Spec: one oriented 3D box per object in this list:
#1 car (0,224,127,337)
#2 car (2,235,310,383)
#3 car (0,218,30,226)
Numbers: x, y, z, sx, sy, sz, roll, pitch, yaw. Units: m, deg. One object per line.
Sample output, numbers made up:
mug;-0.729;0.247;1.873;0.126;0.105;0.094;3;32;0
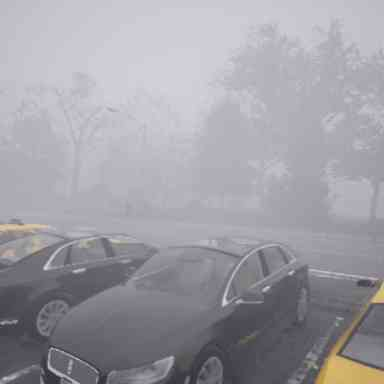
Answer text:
car;-1.959;1.456;6.560;2.231;1.521;4.892;0;0;36
car;0.301;1.467;4.947;2.231;1.521;4.892;0;0;36
car;-4.098;1.440;8.339;1.946;1.575;5.366;0;0;36
